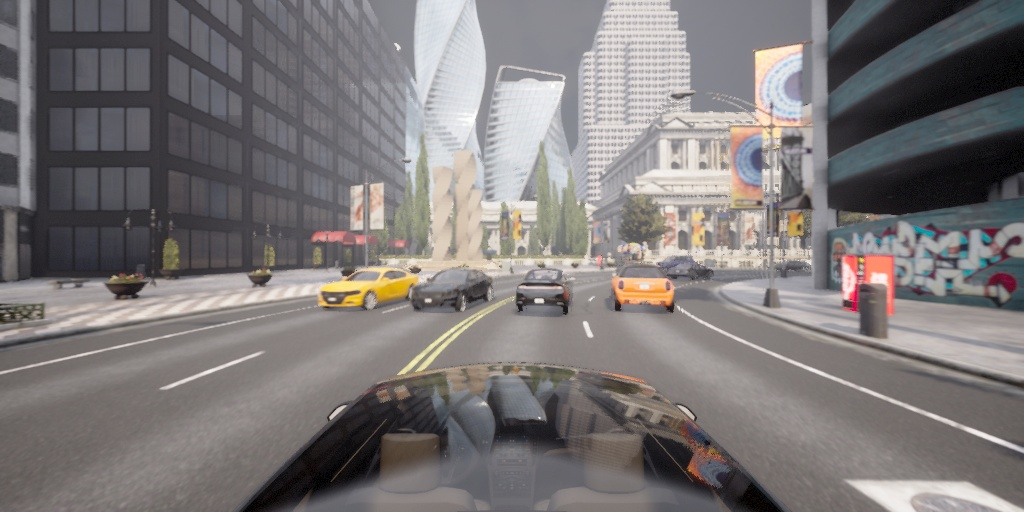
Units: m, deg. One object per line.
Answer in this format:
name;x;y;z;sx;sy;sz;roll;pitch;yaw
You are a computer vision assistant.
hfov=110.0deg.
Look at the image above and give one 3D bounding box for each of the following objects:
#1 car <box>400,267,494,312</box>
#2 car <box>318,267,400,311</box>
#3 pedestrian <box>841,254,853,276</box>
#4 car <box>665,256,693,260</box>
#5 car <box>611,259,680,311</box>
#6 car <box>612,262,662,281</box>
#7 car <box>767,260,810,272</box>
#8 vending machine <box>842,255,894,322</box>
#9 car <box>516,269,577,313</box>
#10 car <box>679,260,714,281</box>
car;-2.233;1.237;14.572;1.882;1.535;5.008;0;0;14
car;-5.701;1.237;14.937;1.882;1.535;5.008;0;0;14
pedestrian;11.951;0.802;12.623;0.375;1.860;0.375;0;0;16
car;21.086;1.000;46.509;5.566;2.045;2.150;0;0;-22
car;5.210;1.111;14.711;2.097;1.767;4.553;0;0;15
car;11.035;1.318;31.526;2.033;1.411;5.357;0;0;45
car;35.562;1.286;46.143;4.892;1.490;1.837;1;0;-3
vending machine;11.745;0.952;11.873;1.100;2.100;0.880;0;0;15
car;1.414;1.250;14.021;2.128;1.511;4.902;0;0;13
car;15.430;1.317;30.888;5.357;1.411;2.033;0;0;-41
